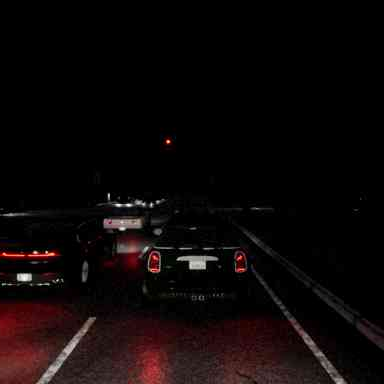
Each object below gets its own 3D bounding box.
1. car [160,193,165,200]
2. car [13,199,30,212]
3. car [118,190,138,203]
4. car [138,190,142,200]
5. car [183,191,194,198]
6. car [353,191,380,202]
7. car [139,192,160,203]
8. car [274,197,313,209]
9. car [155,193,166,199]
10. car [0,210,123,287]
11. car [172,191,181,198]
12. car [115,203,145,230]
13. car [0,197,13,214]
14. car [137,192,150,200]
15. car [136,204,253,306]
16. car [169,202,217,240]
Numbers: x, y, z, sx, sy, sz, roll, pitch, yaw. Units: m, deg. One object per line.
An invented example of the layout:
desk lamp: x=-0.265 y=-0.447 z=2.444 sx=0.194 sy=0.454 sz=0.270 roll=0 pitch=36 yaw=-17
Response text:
car: x=-7.088 y=1.006 z=66.124 sx=2.033 sy=1.411 sz=5.357 roll=0 pitch=1 yaw=1
car: x=-19.167 y=1.230 z=33.837 sx=5.008 sy=1.535 sz=1.882 roll=0 pitch=1 yaw=-6
car: x=-10.627 y=0.929 z=53.912 sx=2.097 sy=1.767 sz=4.553 roll=0 pitch=0 yaw=0
car: x=-10.601 y=0.710 z=63.352 sx=2.150 sy=2.045 sz=5.566 roll=0 pitch=1 yaw=0
car: x=-0.571 y=0.709 z=86.123 sx=1.812 sy=1.442 sz=4.674 roll=0 pitch=1 yaw=-4
car: x=21.927 y=0.923 z=39.732 sx=5.566 sy=2.045 sz=2.150 roll=0 pitch=1 yaw=-3
car: x=-7.129 y=1.106 z=56.056 sx=2.033 sy=1.411 sz=5.357 roll=0 pitch=1 yaw=0
car: x=12.176 y=1.307 z=39.178 sx=4.718 sy=1.301 sz=1.895 roll=0 pitch=1 yaw=-3
car: x=-7.204 y=0.871 z=76.550 sx=2.033 sy=1.411 sz=5.357 roll=0 pitch=1 yaw=-1
car: x=-3.403 y=1.468 z=9.175 sx=1.837 sy=1.490 sz=4.892 roll=0 pitch=0 yaw=0
car: x=-4.046 y=0.693 z=85.626 sx=1.837 sy=1.490 sz=4.892 roll=0 pitch=1 yaw=-4
car: x=-3.412 y=1.487 z=18.496 sx=1.895 sy=1.301 sz=4.718 roll=0 pitch=0 yaw=0
car: x=-18.848 y=1.352 z=29.770 sx=4.181 sy=1.385 sz=1.994 roll=0 pitch=0 yaw=3
car: x=-10.638 y=0.895 z=73.577 sx=2.128 sy=1.511 sz=4.902 roll=0 pitch=1 yaw=-1
car: x=0.098 y=1.323 z=8.118 sx=2.097 sy=1.767 sz=4.553 roll=0 pitch=0 yaw=0
car: x=0.083 y=1.388 z=17.315 sx=2.128 sy=1.511 sz=4.902 roll=0 pitch=0 yaw=1
